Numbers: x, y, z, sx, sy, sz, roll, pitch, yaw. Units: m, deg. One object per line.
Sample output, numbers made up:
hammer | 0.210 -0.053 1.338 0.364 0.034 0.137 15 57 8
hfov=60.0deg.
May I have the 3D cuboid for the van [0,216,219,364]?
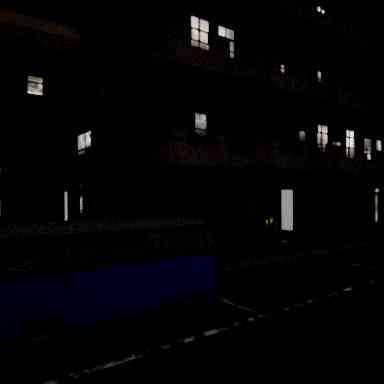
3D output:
van | -1.431 1.340 5.550 3.998 1.788 1.690 0 0 -35
